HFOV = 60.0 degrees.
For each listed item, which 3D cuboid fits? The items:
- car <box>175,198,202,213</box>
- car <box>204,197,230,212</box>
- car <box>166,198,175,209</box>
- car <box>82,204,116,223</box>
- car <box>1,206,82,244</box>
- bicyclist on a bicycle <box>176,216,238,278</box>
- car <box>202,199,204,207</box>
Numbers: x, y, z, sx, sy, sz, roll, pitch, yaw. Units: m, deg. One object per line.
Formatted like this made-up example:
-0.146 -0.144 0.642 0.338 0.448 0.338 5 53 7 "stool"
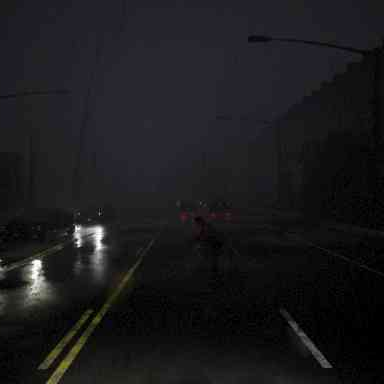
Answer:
-0.459 1.490 36.449 2.128 1.511 4.902 0 0 -4 "car"
2.944 1.352 38.144 2.097 1.767 4.553 0 0 -4 "car"
-2.143 1.547 46.840 2.033 1.411 5.357 0 0 -21 "car"
-7.250 1.613 25.558 1.895 1.301 4.718 0 0 -1 "car"
-7.247 1.478 16.176 1.882 1.535 5.008 0 0 -1 "car"
0.371 1.455 8.669 1.656 1.620 0.582 -2 0 -1 "bicyclist on a bicycle"
0.954 1.601 47.950 1.895 1.301 4.718 0 0 -20 "car"
